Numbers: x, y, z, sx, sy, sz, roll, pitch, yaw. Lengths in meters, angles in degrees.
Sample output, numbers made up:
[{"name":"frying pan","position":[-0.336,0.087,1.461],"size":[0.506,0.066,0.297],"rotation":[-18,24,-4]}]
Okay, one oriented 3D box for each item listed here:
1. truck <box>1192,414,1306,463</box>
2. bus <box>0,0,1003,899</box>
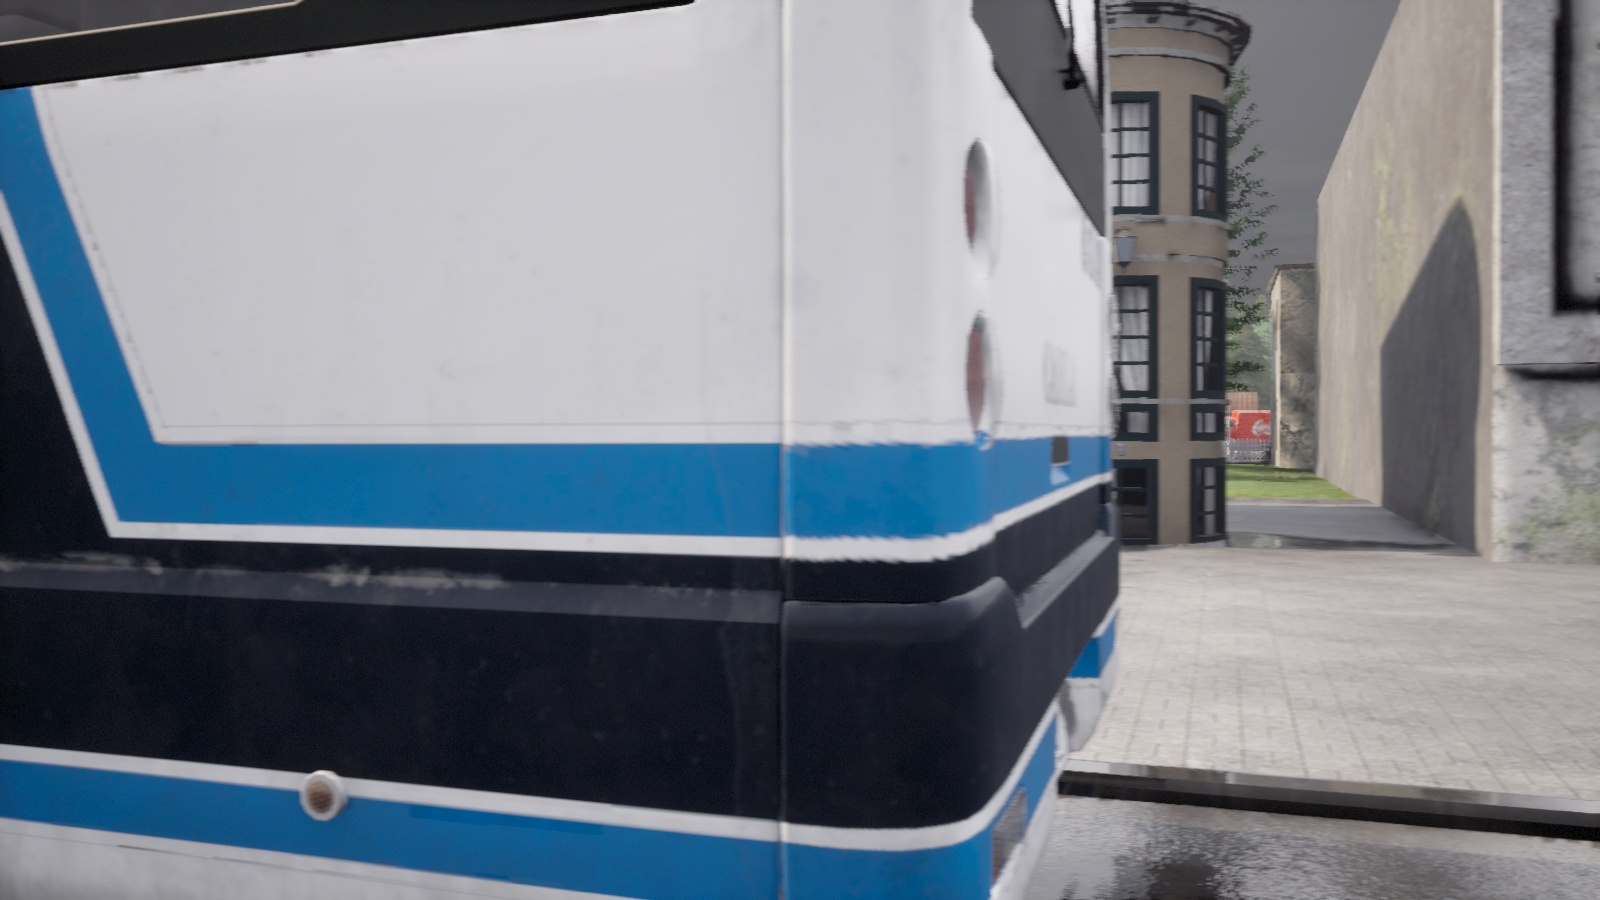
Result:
[{"name":"truck","position":[23.300,-0.620,65.379],"size":[5.204,2.467,2.627],"rotation":[0,1,11]},{"name":"bus","position":[-4.616,-0.652,5.254],"size":[10.273,4.253,3.944],"rotation":[0,1,19]}]
